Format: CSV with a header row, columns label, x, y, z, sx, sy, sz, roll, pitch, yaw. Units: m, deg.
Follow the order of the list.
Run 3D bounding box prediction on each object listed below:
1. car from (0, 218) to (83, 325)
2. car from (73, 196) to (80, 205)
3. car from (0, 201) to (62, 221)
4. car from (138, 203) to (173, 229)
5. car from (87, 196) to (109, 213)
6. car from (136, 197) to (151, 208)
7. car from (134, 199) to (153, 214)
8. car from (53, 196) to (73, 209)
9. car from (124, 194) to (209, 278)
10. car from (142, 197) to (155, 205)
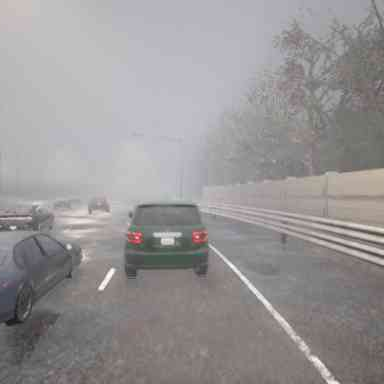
label,x,y,z,sx,sy,sz,roll,pitch,yaw
car,-3.834,1.540,6.943,2.033,1.411,5.357,0,0,-4
car,-20.894,1.434,57.915,1.837,1.490,4.892,0,0,-32
car,-8.850,1.471,18.083,2.128,1.511,4.902,0,0,-10
car,-2.562,1.533,22.197,1.994,1.385,4.181,0,0,-11
car,-10.475,1.304,36.924,2.097,1.767,4.553,0,0,-20
car,-6.986,1.496,48.497,1.994,1.385,4.181,0,0,-6
car,-5.329,1.513,36.245,1.994,1.385,4.181,0,0,-10
car,-17.368,1.472,44.345,1.812,1.442,4.674,0,0,-25
car,-0.816,1.209,10.352,2.150,2.045,5.566,0,0,-5
car,-7.624,1.518,58.783,1.895,1.301,4.718,0,0,-3
